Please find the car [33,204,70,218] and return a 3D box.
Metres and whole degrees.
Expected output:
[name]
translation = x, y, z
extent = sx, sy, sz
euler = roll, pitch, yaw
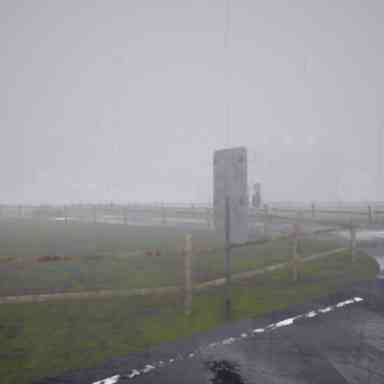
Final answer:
[car]
translation = -14.544, 1.913, 34.346
extent = 4.181, 1.385, 1.994
euler = -1, 0, 34
